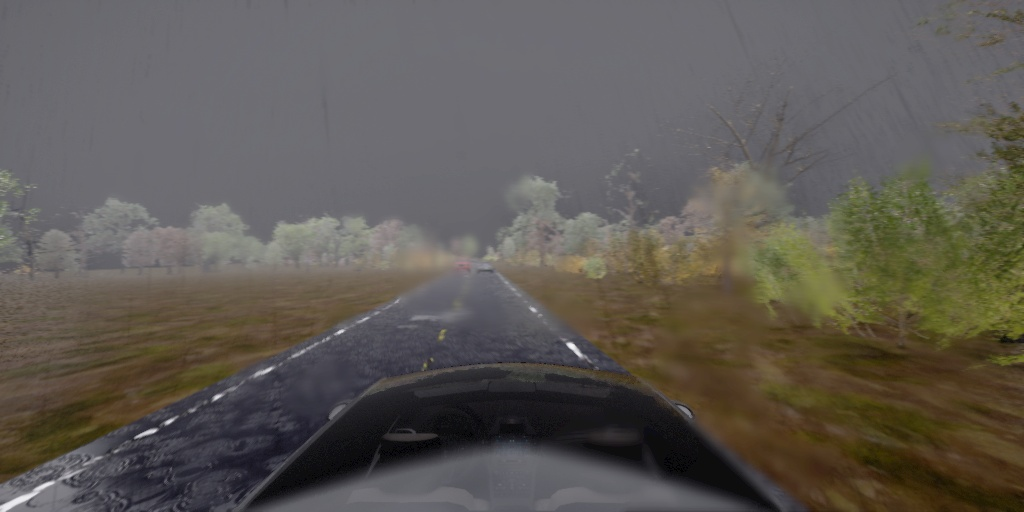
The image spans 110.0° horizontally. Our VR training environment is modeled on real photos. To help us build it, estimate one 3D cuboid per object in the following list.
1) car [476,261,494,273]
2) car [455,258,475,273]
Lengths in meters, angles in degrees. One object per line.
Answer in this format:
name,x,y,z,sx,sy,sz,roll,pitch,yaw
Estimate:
car,-3.564,1.598,48.925,1.994,1.385,4.181,-2,0,-5
car,-6.949,1.369,51.470,2.150,2.045,5.566,-2,0,-4
